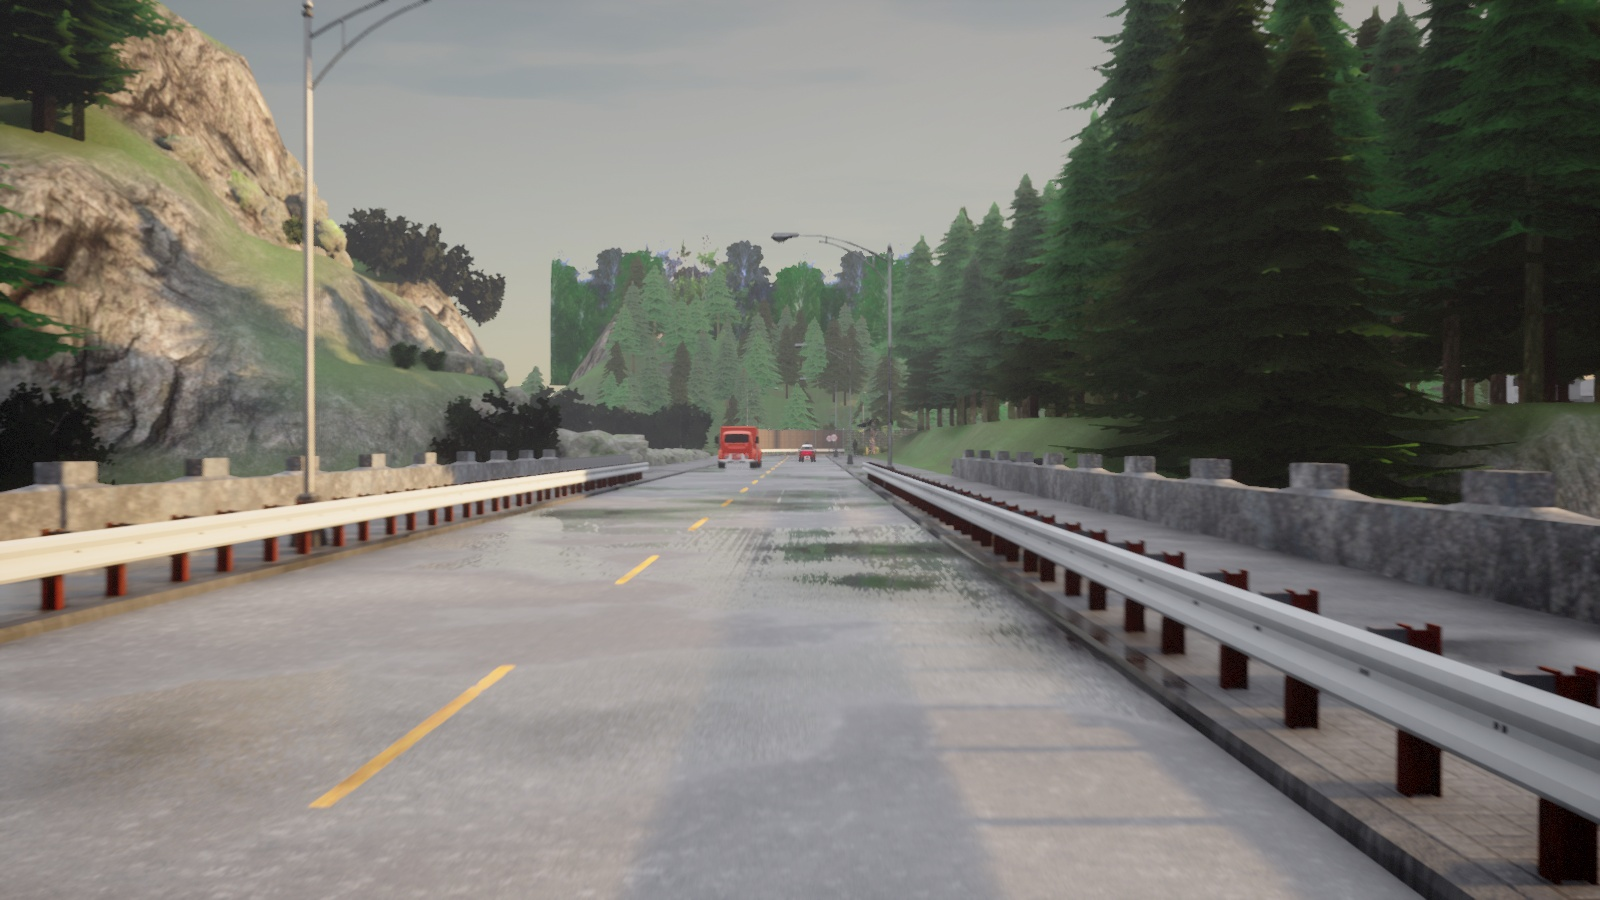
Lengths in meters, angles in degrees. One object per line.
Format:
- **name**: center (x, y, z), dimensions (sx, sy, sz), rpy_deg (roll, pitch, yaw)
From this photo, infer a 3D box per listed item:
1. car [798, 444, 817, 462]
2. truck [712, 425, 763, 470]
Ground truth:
- **car**: center (0.569, 0.249, 99.207), dimensions (1.481, 1.376, 2.207), rpy_deg (0, 1, 0)
- **truck**: center (-3.575, -0.146, 72.868), dimensions (2.627, 2.467, 5.204), rpy_deg (0, 0, 0)
